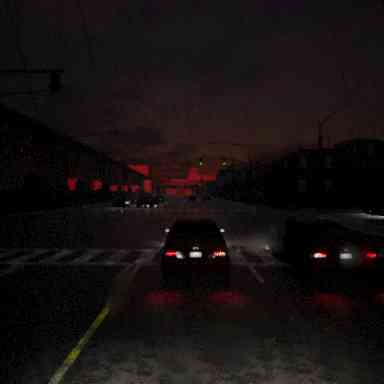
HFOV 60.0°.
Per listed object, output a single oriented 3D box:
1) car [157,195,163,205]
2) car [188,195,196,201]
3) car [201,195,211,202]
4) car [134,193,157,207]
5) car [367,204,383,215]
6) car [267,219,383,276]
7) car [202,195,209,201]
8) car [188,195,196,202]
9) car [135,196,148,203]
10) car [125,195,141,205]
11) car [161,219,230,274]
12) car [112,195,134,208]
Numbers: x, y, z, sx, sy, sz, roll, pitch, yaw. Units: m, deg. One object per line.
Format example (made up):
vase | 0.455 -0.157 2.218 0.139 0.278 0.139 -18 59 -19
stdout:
car | -7.009 1.559 61.160 2.033 1.411 5.357 0 0 0
car | 0.004 1.517 88.158 1.837 1.490 4.892 0 0 0
car | 3.503 1.568 78.209 1.994 1.385 4.181 0 0 0
car | -7.085 1.232 50.919 2.150 2.045 5.566 0 0 0
car | 20.537 1.554 33.255 5.357 1.411 2.033 0 0 0
car | 3.686 1.549 10.291 2.033 1.411 5.357 0 0 2
car | 3.504 1.542 88.150 1.812 1.442 4.674 0 0 0
car | 0.003 1.555 77.607 2.033 1.411 5.357 0 0 0
car | -10.497 1.539 69.464 2.128 1.511 4.902 0 0 0
car | -10.524 1.364 59.439 2.097 1.767 4.553 0 0 0
car | 0.093 1.550 10.503 2.033 1.411 5.357 0 0 0
car | -10.583 1.557 50.045 2.033 1.411 5.357 0 0 0
